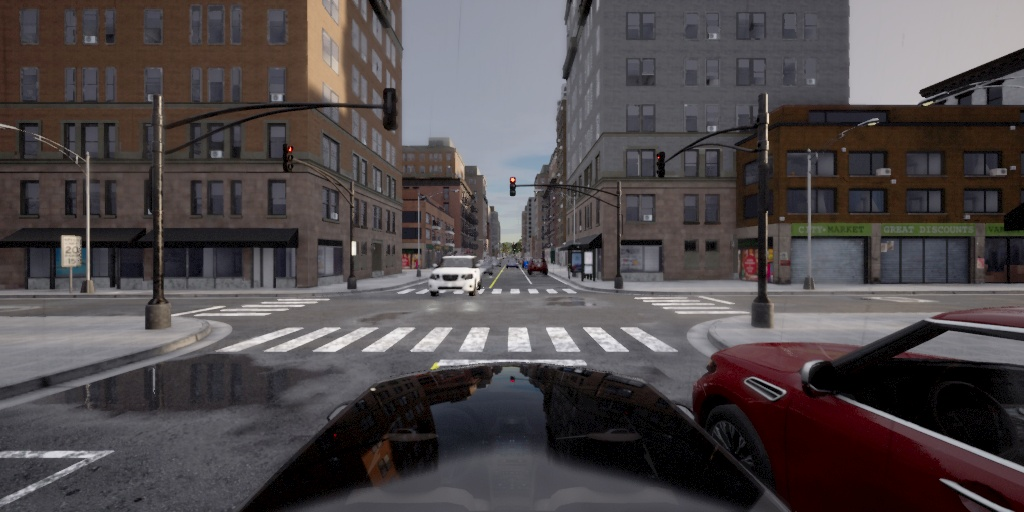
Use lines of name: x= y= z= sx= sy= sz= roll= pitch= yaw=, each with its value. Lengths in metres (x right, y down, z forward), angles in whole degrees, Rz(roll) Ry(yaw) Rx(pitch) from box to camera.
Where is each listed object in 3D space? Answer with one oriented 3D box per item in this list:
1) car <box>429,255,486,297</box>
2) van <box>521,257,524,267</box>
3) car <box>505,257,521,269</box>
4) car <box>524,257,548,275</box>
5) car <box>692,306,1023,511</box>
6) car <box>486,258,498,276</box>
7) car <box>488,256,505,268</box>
car: x=-2.847 y=0.969 z=19.202 sx=2.150 sy=2.045 sz=5.566 roll=0 pitch=0 yaw=0
van: x=2.704 y=1.084 z=54.756 sx=1.690 sy=1.789 sz=3.998 roll=0 pitch=0 yaw=0
car: x=0.068 y=1.306 z=57.962 sx=1.994 sy=1.385 sz=4.181 roll=0 pitch=0 yaw=0
car: x=2.715 y=1.060 z=38.538 sx=2.192 sy=1.841 sz=5.009 roll=0 pitch=0 yaw=0
car: x=2.638 y=1.065 z=1.167 sx=2.192 sy=1.841 sz=5.009 roll=0 pitch=0 yaw=0
car: x=-2.841 y=1.237 z=36.515 sx=2.128 sy=1.511 sz=4.902 roll=0 pitch=0 yaw=0
car: x=-2.756 y=1.235 z=60.064 sx=2.128 sy=1.511 sz=4.902 roll=0 pitch=0 yaw=0
